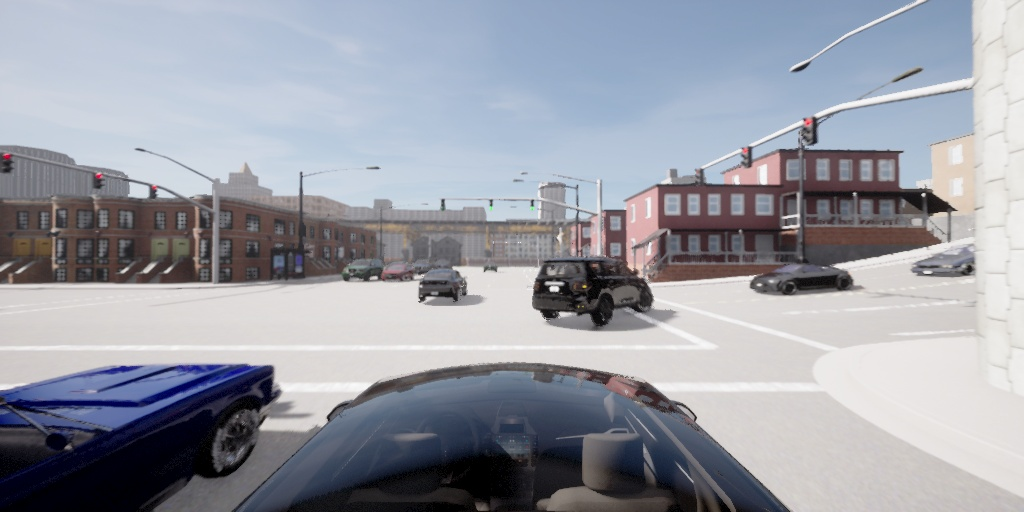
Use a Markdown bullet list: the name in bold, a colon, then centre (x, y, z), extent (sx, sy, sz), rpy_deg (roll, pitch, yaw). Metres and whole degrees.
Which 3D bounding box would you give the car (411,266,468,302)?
- **car**: centre (-3.402, 1.423, 18.183), extent (1.837, 1.490, 4.892), rpy_deg (0, -1, 0)

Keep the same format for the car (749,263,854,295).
- **car**: centre (14.174, 1.077, 17.726), extent (4.181, 1.385, 1.994), rpy_deg (-5, -1, 0)

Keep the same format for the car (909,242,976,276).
- **car**: centre (23.152, 0.009, 17.770), extent (5.357, 1.411, 2.033), rpy_deg (-9, -1, 0)

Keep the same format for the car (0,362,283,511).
- **car**: centre (-3.429, 1.352, 1.796), extent (1.895, 1.301, 4.718), rpy_deg (0, -1, -1)

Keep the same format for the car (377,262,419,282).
- **car**: centre (-10.605, 1.554, 33.669), extent (1.882, 1.535, 5.008), rpy_deg (0, -1, 0)

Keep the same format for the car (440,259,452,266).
- **car**: centre (-10.536, 1.509, 54.465), extent (2.150, 2.045, 5.566), rpy_deg (0, -1, 0)

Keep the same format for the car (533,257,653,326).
- **car**: centre (2.968, 1.083, 12.570), extent (2.150, 2.045, 5.566), rpy_deg (-3, -2, 40)

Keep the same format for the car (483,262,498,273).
- **car**: centre (-3.413, 1.663, 56.765), extent (2.097, 1.767, 4.553), rpy_deg (0, -1, 0)

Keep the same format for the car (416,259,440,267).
- **car**: centre (-10.596, 1.395, 43.284), extent (2.150, 2.045, 5.566), rpy_deg (0, -1, 0)

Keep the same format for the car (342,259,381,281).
- **car**: centre (-14.099, 1.304, 34.352), extent (2.150, 2.045, 5.566), rpy_deg (0, -1, 0)
